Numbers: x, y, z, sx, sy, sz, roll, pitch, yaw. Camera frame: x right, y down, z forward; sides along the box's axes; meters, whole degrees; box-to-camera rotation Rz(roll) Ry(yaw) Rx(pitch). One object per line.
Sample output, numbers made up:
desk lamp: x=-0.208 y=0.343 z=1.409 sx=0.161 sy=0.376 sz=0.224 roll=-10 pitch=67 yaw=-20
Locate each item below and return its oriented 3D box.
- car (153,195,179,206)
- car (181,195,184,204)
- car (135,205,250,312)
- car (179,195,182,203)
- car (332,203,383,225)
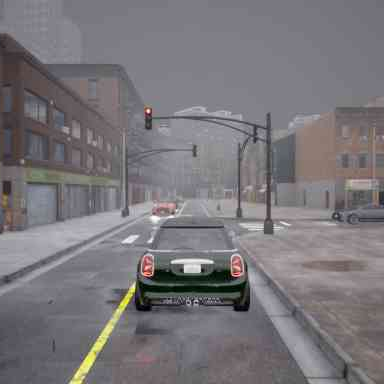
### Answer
car: x=-2.791 y=1.358 z=33.887 sx=2.097 sy=1.767 sz=4.553 roll=0 pitch=0 yaw=0
car: x=-2.676 y=1.391 z=65.351 sx=2.097 sy=1.767 sz=4.553 roll=0 pitch=0 yaw=1
car: x=0.022 y=1.351 z=7.894 sx=2.097 sy=1.767 sz=4.553 roll=0 pitch=0 yaw=0
car: x=-2.771 y=1.562 z=45.085 sx=2.033 sy=1.411 sz=5.357 roll=0 pitch=0 yaw=0
car: x=12.054 y=1.488 z=23.220 sx=4.181 sy=1.385 sz=1.994 roll=0 pitch=0 yaw=0
